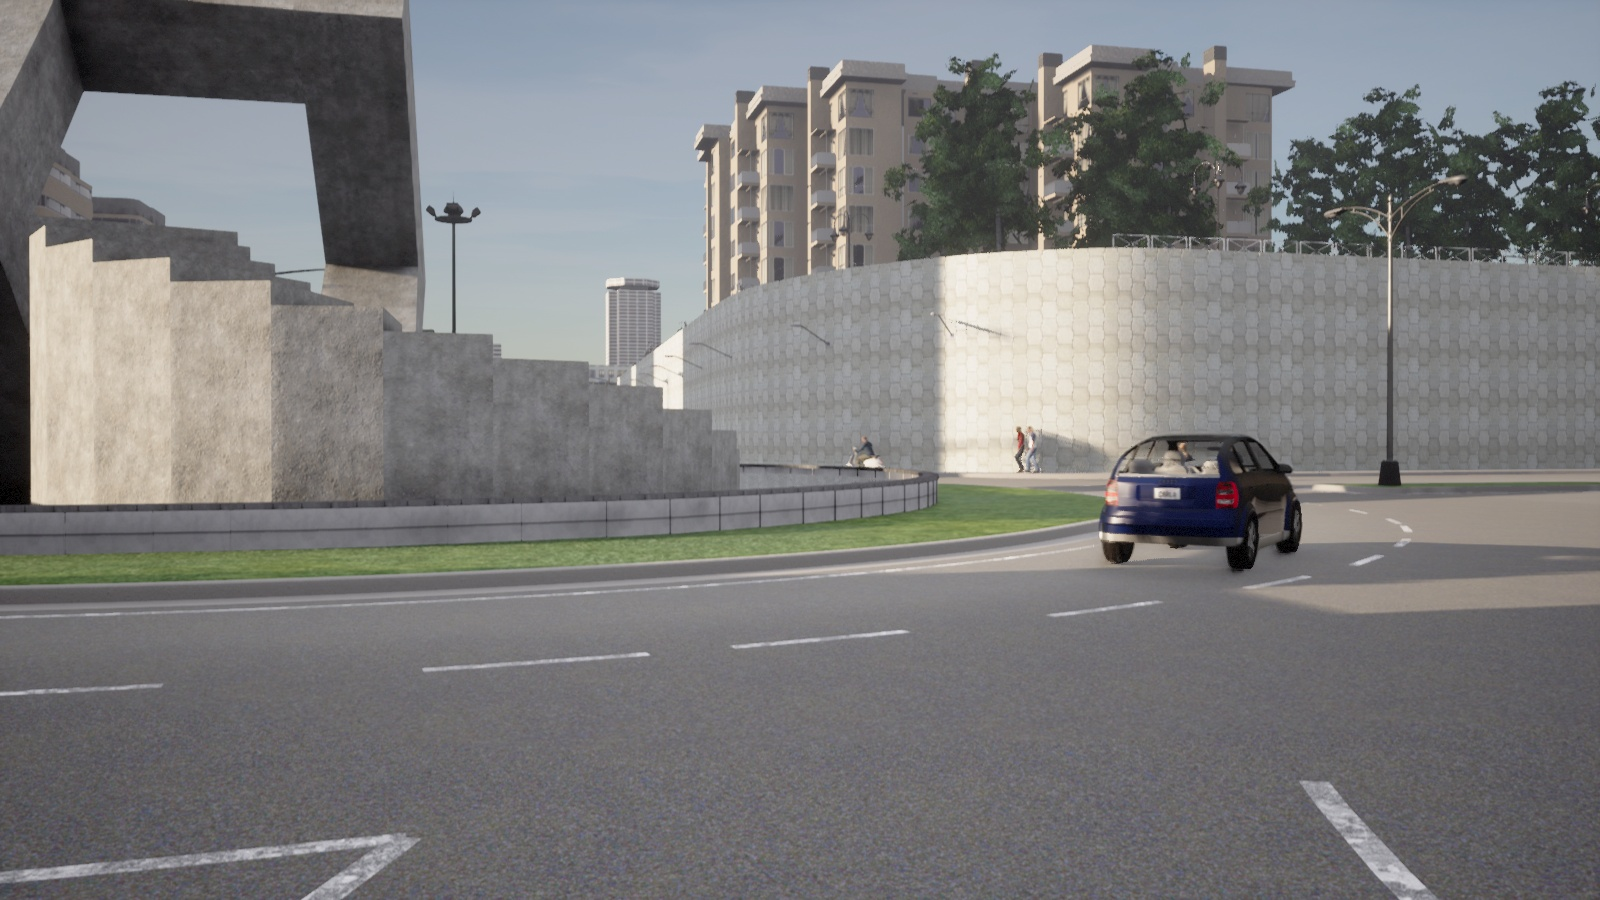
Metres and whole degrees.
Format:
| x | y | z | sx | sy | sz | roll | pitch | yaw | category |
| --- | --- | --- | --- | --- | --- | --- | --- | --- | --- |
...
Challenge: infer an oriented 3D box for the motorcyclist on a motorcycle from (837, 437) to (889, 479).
| x | y | z | sx | sy | sz | roll | pitch | yaw | category |
| --- | --- | --- | --- | --- | --- | --- | --- | --- | --- |
| 2.388 | 0.286 | 47.644 | 1.817 | 1.590 | 0.866 | 0 | 1 | 34 | motorcyclist on a motorcycle |

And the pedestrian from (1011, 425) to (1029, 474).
| x | y | z | sx | sy | sz | roll | pitch | yaw | category |
| --- | --- | --- | --- | --- | --- | --- | --- | --- | --- |
| 8.429 | -0.013 | 48.101 | 0.636 | 1.846 | 0.331 | 0 | 1 | 16 | pedestrian |

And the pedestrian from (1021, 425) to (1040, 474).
| x | y | z | sx | sy | sz | roll | pitch | yaw | category |
| --- | --- | --- | --- | --- | --- | --- | --- | --- | --- |
| 8.714 | -0.008 | 47.526 | 0.706 | 1.836 | 0.354 | 0 | 1 | 11 | pedestrian |

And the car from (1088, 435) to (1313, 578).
| x | y | z | sx | sy | sz | roll | pitch | yaw | category |
| --- | --- | --- | --- | --- | --- | --- | --- | --- | --- |
| 5.100 | 0.591 | 15.675 | 1.789 | 1.549 | 3.705 | 0 | 1 | 32 | car |
